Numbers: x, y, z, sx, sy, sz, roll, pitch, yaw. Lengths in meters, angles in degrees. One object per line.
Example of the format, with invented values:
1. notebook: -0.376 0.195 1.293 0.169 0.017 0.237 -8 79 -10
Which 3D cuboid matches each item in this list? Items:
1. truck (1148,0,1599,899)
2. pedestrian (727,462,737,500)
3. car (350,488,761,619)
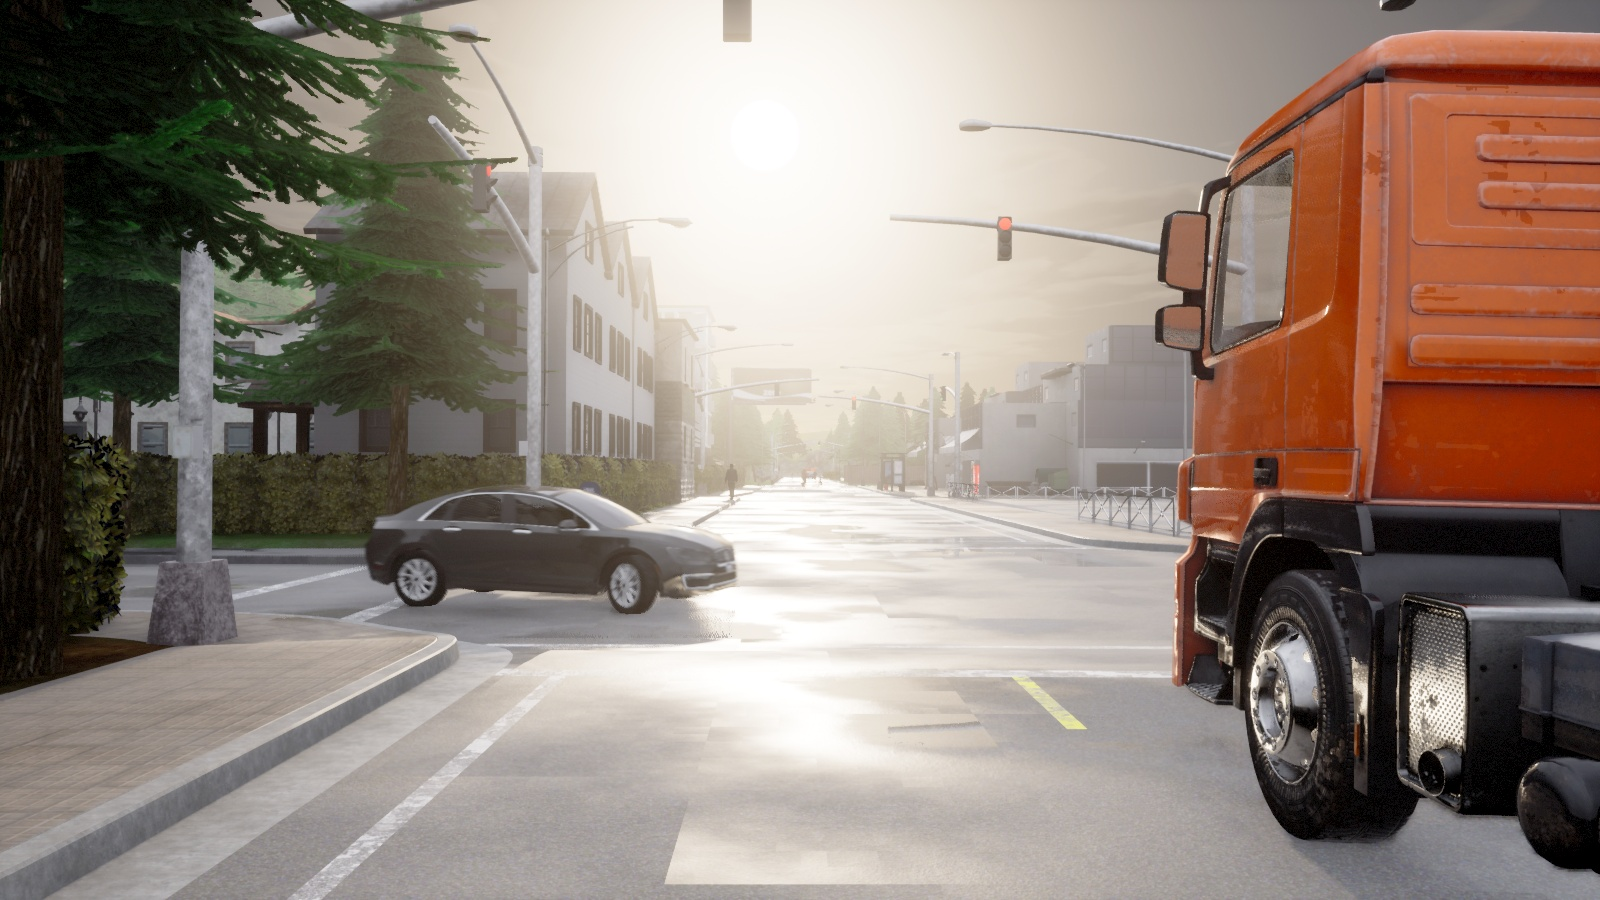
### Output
1. truck: 3.467 -0.063 3.129 2.891 3.462 7.936 1 0 0
2. pedestrian: -3.309 1.503 60.806 0.431 1.840 0.703 0 -1 0
3. car: -3.123 1.250 16.182 4.892 1.490 1.837 -1 -1 17
